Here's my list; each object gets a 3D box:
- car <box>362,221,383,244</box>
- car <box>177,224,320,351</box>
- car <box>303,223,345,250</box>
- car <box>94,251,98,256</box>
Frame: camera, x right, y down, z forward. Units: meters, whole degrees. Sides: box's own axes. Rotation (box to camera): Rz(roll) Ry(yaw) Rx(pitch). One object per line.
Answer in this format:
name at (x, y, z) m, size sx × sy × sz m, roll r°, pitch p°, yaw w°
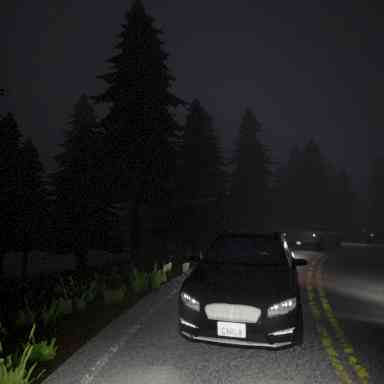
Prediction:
car at (16.126, 3.260, 26.623) m, size 5.566 × 2.045 × 2.150 m, roll 8°, pitch -8°, yaw -28°
car at (1.138, 1.562, 6.640) m, size 2.128 × 1.511 × 4.902 m, roll -1°, pitch -2°, yaw 15°
car at (6.545, 2.313, 17.776) m, size 1.895 × 1.301 × 4.718 m, roll -3°, pitch -6°, yaw 39°
car at (-20.228, 13.651, 73.018) m, size 4.181 × 1.381 × 1.994 m, roll -2°, pitch -5°, yaw 31°
